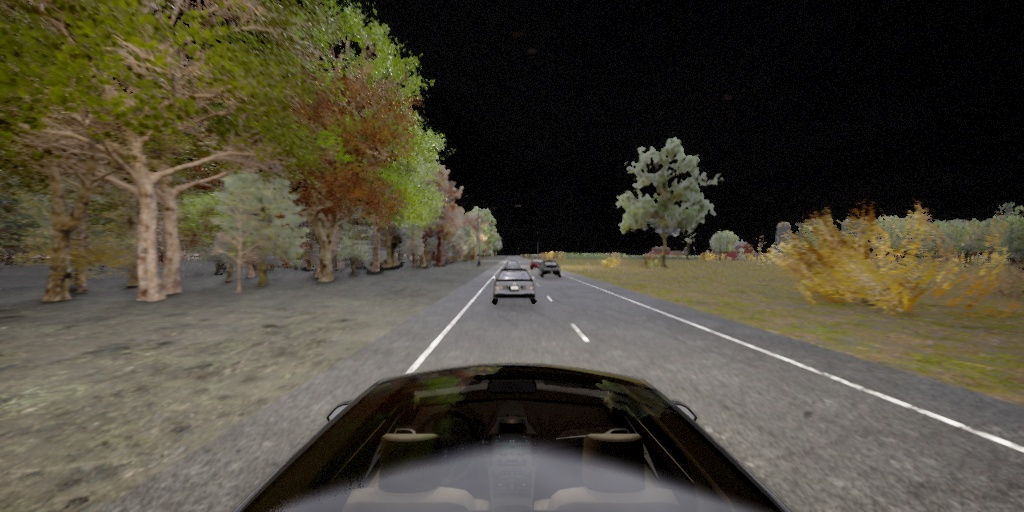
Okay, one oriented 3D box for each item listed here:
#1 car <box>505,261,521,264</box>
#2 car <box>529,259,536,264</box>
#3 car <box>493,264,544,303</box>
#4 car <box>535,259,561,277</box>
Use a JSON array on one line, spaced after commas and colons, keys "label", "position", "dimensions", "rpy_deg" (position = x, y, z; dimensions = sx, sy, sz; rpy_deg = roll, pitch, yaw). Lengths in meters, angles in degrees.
[{"label": "car", "position": [0.079, 1.238, 42.916], "dimensions": [1.994, 1.385, 4.181], "rpy_deg": [0, 0, 0]}, {"label": "car", "position": [3.545, 1.128, 51.832], "dimensions": [1.882, 1.535, 5.008], "rpy_deg": [0, 0, 0]}, {"label": "car", "position": [0.092, 1.273, 16.387], "dimensions": [2.033, 1.411, 5.357], "rpy_deg": [0, 0, 0]}, {"label": "car", "position": [3.499, 1.194, 33.953], "dimensions": [1.837, 1.490, 4.892], "rpy_deg": [0, 0, 0]}]
